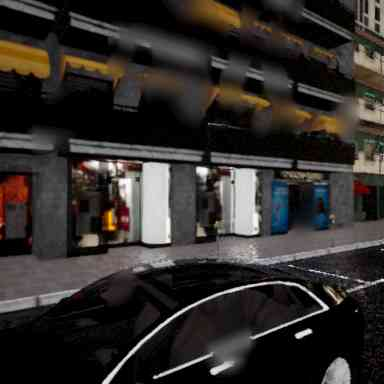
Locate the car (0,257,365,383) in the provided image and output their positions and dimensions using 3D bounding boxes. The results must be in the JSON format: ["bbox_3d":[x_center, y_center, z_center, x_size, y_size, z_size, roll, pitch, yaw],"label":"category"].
[{"bbox_3d":[-0.227,1.513,3.206,4.892,1.490,1.837,1,0,-35],"label":"car"}]
